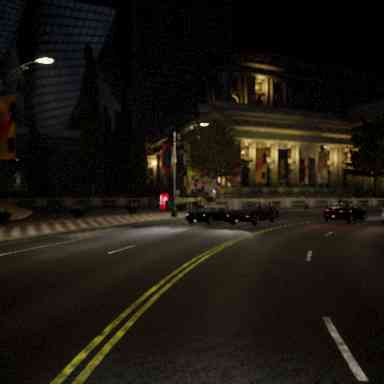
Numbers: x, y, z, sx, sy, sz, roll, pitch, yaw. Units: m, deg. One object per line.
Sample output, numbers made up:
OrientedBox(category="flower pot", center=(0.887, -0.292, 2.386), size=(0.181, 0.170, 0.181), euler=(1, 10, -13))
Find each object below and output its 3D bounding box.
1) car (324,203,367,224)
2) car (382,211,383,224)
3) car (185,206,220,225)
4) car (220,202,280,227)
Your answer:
OrientedBox(category="car", center=(12.024, 1.583, 25.891), size=(4.902, 1.511, 2.128), euler=(0, 0, -44))
OrientedBox(category="car", center=(15.372, 1.618, 24.235), size=(4.674, 1.442, 1.812), euler=(0, 0, -43))
OrientedBox(category="car", center=(1.513, 1.699, 25.049), size=(1.895, 1.301, 4.718), euler=(0, 0, 36))
OrientedBox(category="car", center=(4.356, 1.421, 23.008), size=(2.033, 1.411, 5.357), euler=(0, 0, 36))
